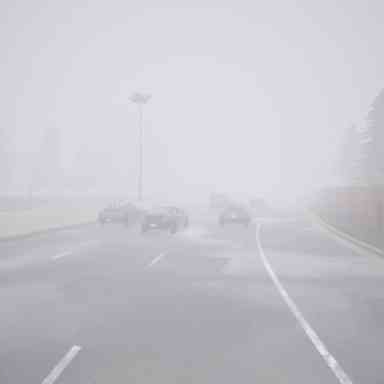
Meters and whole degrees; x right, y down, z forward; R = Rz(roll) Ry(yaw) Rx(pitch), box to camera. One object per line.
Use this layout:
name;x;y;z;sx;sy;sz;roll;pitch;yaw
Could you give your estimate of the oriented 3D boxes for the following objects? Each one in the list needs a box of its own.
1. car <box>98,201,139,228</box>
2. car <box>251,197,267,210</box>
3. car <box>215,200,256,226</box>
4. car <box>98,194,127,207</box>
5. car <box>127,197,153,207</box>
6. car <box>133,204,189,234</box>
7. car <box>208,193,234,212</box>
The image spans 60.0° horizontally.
car;-4.350;1.428;21.862;2.128;1.511;4.902;0;0;12
car;7.994;1.365;40.320;1.837;1.490;4.892;0;0;16
car;3.076;1.487;22.814;1.994;1.385;4.181;0;0;14
car;-11.562;1.214;48.896;2.097;1.767;4.553;0;0;17
car;-7.698;1.455;49.631;1.895;1.301;4.718;0;0;17
car;-1.459;1.468;18.718;1.812;1.442;4.674;0;0;11
car;3.333;1.100;36.870;2.150;2.045;5.566;0;0;16
